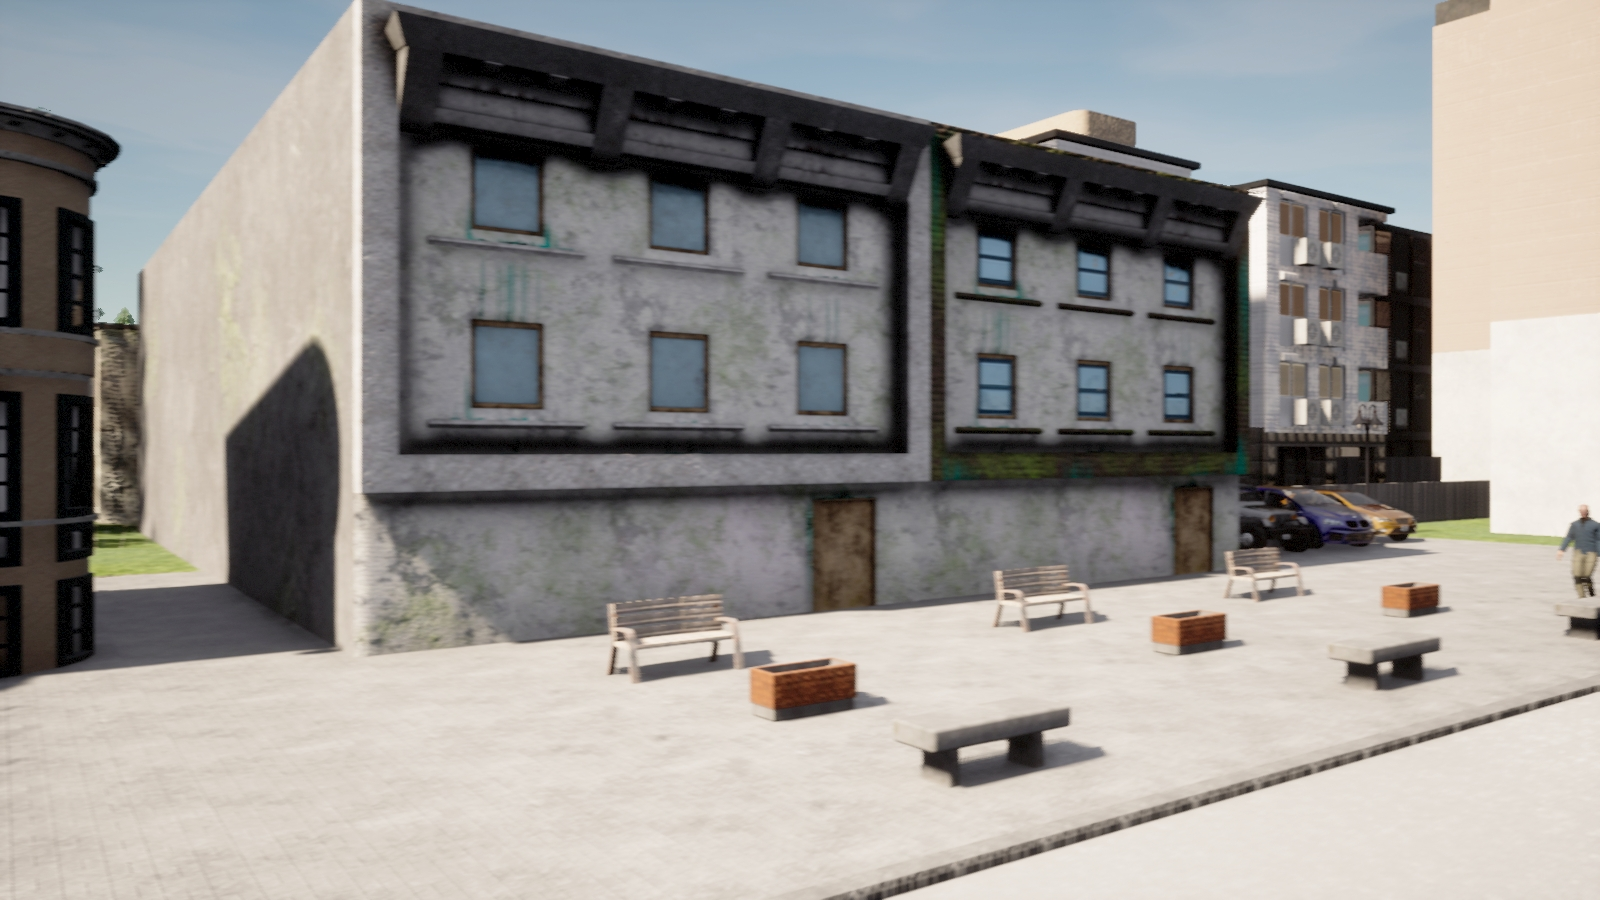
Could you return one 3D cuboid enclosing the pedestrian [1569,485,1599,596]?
[{"bbox_3d":[13.354,1.526,19.426,0.375,1.860,0.375,0,0,-38],"label":"pedestrian"}]
